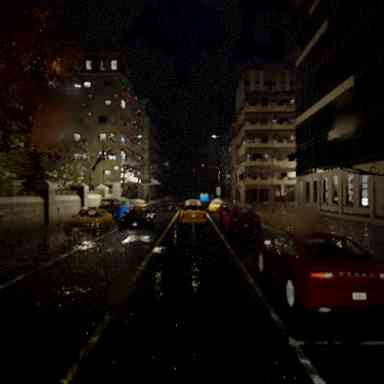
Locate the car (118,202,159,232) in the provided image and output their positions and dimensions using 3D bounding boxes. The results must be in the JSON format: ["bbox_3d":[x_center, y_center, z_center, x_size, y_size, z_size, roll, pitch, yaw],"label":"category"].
[{"bbox_3d":[-3.084,1.550,19.875,1.994,1.385,4.181,0,0,0],"label":"car"}]

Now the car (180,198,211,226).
[{"bbox_3d":[0.106,1.444,23.385,1.801,1.575,5.366,0,1,0],"label":"car"}]

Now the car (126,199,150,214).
[{"bbox_3d":[-5.673,1.495,35.523,1.752,1.417,4.829,1,0,0],"label":"car"}]

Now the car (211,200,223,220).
[{"bbox_3d":[2.704,1.527,24.441,1.887,1.381,4.507,1,0,0],"label":"car"}]

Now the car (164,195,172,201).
[{"bbox_3d":[-5.664,1.474,79.397,1.802,1.307,4.206,1,0,0],"label":"car"}]

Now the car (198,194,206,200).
[{"bbox_3d":[2.720,1.306,90.680,1.967,1.590,4.097,1,0,0],"label":"car"}]

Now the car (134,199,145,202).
[{"bbox_3d":[-5.674,1.416,30.078,1.967,1.590,4.097,1,0,0],"label":"car"}]

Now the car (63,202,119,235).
[{"bbox_3d":[-5.677,1.513,18.682,1.752,1.417,4.829,1,0,0],"label":"car"}]

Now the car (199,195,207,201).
[{"bbox_3d":[2.717,1.445,85.009,1.947,1.339,4.313,1,0,0],"label":"car"}]

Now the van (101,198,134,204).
[{"bbox_3d":[-5.674,1.323,24.465,1.690,1.788,3.998,1,0,0],"label":"van"}]

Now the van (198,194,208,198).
[{"bbox_3d":[2.718,1.245,73.666,1.690,1.788,3.998,1,0,0],"label":"van"}]

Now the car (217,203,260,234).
[{"bbox_3d":[2.703,1.532,18.824,1.887,1.381,4.507,1,0,0],"label":"car"}]

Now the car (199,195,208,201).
[{"bbox_3d":[2.716,1.437,79.339,1.887,1.381,4.507,1,0,0],"label":"car"}]

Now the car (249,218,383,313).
[{"bbox_3d":[2.700,1.541,7.588,1.887,1.381,4.507,1,0,0],"label":"car"}]
